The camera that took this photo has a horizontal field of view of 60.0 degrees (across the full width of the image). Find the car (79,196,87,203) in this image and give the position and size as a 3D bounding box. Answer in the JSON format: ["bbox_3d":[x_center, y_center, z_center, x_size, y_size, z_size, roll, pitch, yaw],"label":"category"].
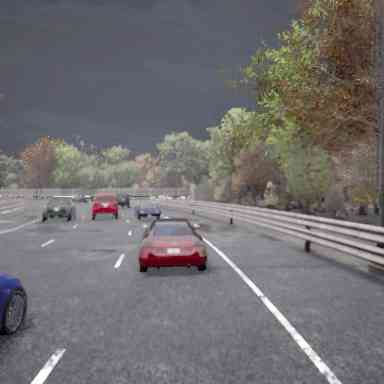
[{"bbox_3d":[-22.995,1.518,67.680,1.837,1.490,4.892,0,0,-38],"label":"car"}]

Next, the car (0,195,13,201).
[{"bbox_3d":[-47.331,1.577,82.764,4.892,1.490,1.837,0,0,36],"label":"car"}]

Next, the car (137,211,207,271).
[{"bbox_3d":[-0.687,1.553,10.957,1.994,1.385,4.181,0,0,-6],"label":"car"}]

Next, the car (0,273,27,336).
[{"bbox_3d":[-3.639,1.537,3.693,1.812,1.442,4.674,0,0,-2],"label":"car"}]

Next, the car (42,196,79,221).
[{"bbox_3d":[-10.775,1.366,27.224,2.097,1.767,4.553,0,0,-15],"label":"car"}]

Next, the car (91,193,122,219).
[{"bbox_3d":[-7.801,1.219,29.738,2.150,2.045,5.566,0,0,-16],"label":"car"}]

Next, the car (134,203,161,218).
[{"bbox_3d":[-3.866,1.583,28.267,1.895,1.301,4.718,0,0,-14],"label":"car"}]

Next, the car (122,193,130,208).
[{"bbox_3d":[-10.126,1.209,45.951,2.150,2.045,5.566,0,0,-24],"label":"car"}]
